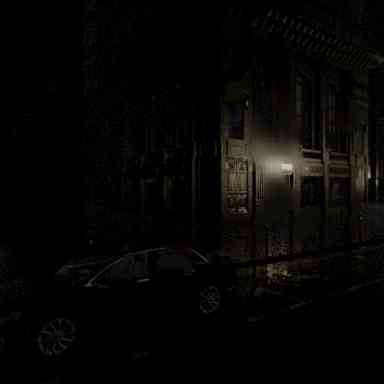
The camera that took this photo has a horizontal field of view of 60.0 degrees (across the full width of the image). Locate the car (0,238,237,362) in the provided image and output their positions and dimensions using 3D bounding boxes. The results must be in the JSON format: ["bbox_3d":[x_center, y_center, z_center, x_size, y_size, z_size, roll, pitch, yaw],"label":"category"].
[{"bbox_3d":[-1.172,1.550,5.810,4.403,1.369,2.008,0,0,-35],"label":"car"}]
